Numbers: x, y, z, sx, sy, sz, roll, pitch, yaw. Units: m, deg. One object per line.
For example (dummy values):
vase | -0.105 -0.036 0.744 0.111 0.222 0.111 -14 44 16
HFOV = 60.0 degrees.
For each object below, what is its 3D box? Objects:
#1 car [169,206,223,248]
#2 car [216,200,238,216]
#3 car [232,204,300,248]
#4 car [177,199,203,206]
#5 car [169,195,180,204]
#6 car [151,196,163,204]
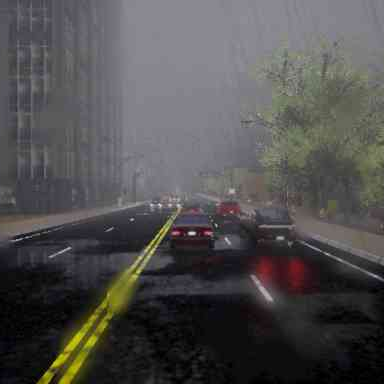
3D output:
car | 0.000 1.558 14.652 2.033 1.411 5.357 0 0 0
car | 3.250 1.478 29.653 1.882 1.535 5.008 0 0 0
car | 3.250 1.490 14.652 2.128 1.511 4.902 0 0 0
car | 0.000 1.565 29.653 1.994 1.385 4.181 0 0 0
car | -3.250 1.394 62.654 2.097 1.767 4.553 0 0 0
car | -6.501 1.551 62.625 1.837 1.490 4.892 0 0 0
